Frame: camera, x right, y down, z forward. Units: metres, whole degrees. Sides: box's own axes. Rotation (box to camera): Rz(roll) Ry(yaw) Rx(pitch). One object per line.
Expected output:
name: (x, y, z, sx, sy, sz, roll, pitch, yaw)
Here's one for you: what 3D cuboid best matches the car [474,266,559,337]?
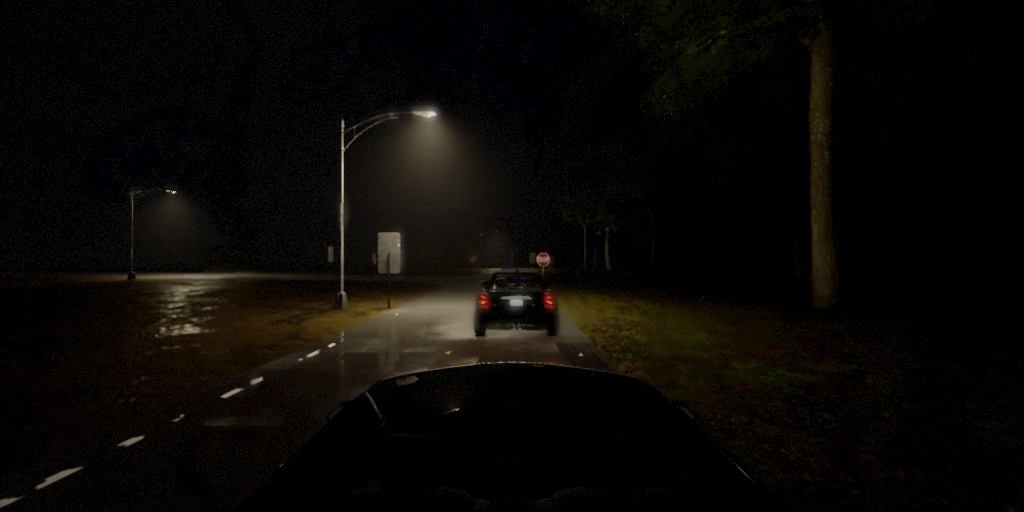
car: (0.118, 1.157, 10.674, 2.097, 1.767, 4.553, 0, 0, 0)
